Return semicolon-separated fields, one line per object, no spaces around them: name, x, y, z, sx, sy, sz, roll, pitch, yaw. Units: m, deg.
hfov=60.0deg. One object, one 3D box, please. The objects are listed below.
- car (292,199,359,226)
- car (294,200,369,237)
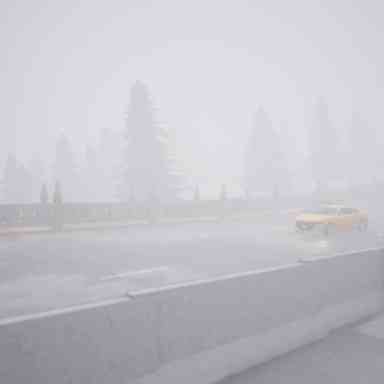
car;9.608;1.382;23.742;4.902;1.511;2.128;-2;1;-35
car;7.594;1.443;18.008;5.008;1.535;1.882;0;0;-35
